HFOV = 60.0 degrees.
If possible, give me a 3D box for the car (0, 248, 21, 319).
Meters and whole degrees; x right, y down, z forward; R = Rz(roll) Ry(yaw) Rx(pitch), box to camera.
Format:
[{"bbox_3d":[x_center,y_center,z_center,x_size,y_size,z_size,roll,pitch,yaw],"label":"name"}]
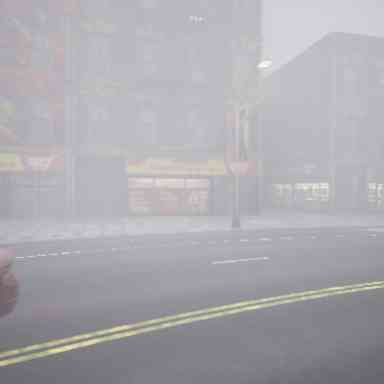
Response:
[{"bbox_3d":[-5.098,1.396,4.429,5.008,1.535,1.882,0,0,-35],"label":"car"}]
